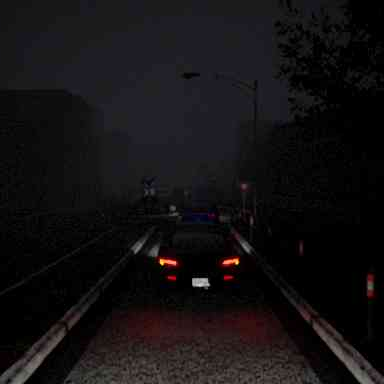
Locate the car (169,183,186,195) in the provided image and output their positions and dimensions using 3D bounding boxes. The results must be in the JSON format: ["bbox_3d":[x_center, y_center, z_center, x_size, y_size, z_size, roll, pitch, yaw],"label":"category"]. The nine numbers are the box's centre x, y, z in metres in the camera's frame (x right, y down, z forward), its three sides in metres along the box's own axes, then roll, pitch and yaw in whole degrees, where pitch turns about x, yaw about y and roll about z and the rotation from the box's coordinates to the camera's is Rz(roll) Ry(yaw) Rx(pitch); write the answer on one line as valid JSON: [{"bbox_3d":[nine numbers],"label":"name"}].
[{"bbox_3d":[-2.223,-0.286,54.156,1.895,1.301,4.718,0,3,0],"label":"car"}]

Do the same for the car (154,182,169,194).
[{"bbox_3d":[-5.396,-0.491,56.375,1.812,1.442,4.674,0,3,0],"label":"car"}]

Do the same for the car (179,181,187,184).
[{"bbox_3d":[-2.412,-2.225,87.677,1.882,1.535,5.008,0,3,0],"label":"car"}]

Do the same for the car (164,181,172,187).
[{"bbox_3d":[-5.367,-1.608,72.177,2.097,1.767,4.553,0,3,0],"label":"car"}]

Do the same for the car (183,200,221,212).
[{"bbox_3d":[0.551,1.189,18.539,1.882,1.535,5.008,0,2,5],"label":"car"}]

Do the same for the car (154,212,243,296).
[{"bbox_3d":[0.101,1.456,8.364,1.812,1.442,4.674,0,1,-1],"label":"car"}]
